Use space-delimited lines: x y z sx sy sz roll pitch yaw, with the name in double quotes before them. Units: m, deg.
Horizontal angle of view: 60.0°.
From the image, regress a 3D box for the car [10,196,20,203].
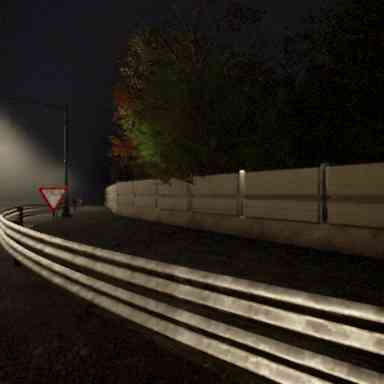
"car" -39.055 1.627 73.387 1.837 1.490 4.892 0 0 -32
